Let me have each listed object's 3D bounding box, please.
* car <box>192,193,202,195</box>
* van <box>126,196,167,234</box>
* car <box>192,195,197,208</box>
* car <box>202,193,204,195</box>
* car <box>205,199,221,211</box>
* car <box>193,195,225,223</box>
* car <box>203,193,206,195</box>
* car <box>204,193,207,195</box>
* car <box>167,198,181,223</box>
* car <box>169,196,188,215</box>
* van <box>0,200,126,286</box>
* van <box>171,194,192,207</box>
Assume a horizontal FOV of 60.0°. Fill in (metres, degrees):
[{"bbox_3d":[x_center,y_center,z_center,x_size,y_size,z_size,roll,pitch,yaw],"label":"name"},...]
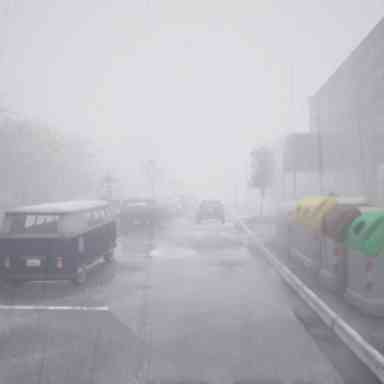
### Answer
[{"bbox_3d":[-0.091,1.330,54.768,2.435,2.045,5.566,0,0,5],"label":"car"},{"bbox_3d":[-2.811,1.279,19.447,1.878,1.987,4.442,0,1,2],"label":"van"},{"bbox_3d":[-0.608,1.598,48.042,2.002,1.452,4.674,0,0,5],"label":"car"},{"bbox_3d":[0.670,1.568,64.622,2.097,1.535,5.008,0,0,7],"label":"car"},{"bbox_3d":[2.769,1.608,43.015,1.994,1.385,4.181,0,0,4],"label":"car"},{"bbox_3d":[1.490,1.383,26.214,2.097,1.767,4.553,0,0,4],"label":"car"},{"bbox_3d":[1.095,1.592,70.154,2.097,1.535,5.008,0,0,7],"label":"car"},{"bbox_3d":[1.890,1.614,80.375,1.946,1.575,5.366,0,0,7],"label":"car"},{"bbox_3d":[-2.313,1.542,25.941,2.163,1.488,4.792,0,1,3],"label":"car"},{"bbox_3d":[-1.888,1.519,31.435,2.231,1.521,4.892,0,1,3],"label":"car"},{"bbox_3d":[-3.422,1.265,9.514,1.878,1.987,4.442,0,1,2],"label":"van"},{"bbox_3d":[-1.446,1.321,37.104,1.878,1.987,4.442,0,0,7],"label":"van"}]
